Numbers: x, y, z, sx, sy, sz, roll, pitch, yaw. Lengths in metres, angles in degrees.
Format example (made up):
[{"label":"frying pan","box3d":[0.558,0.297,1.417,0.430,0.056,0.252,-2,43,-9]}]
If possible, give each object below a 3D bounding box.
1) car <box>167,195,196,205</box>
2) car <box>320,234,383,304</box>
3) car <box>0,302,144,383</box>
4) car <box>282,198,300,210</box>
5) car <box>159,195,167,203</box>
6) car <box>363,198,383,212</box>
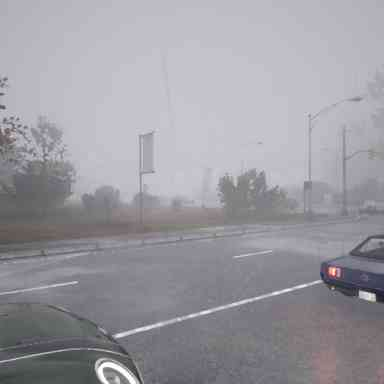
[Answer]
[{"label":"car","box3d":[-1.422,1.297,52.272,1.837,1.490,4.892,-1,1,-39]},{"label":"car","box3d":[4.969,1.573,7.276,4.718,1.301,1.895,0,0,-35]},{"label":"car","box3d":[-2.502,1.352,1.938,4.553,1.767,2.097,0,0,-36]},{"label":"car","box3d":[9.629,1.007,38.447,2.150,2.045,5.566,-1,1,-38]},{"label":"car","box3d":[-5.028,1.275,62.471,1.837,1.490,4.892,-1,0,-38]},{"label":"car","box3d":[19.146,1.277,32.157,1.812,1.442,4.674,-1,0,-39]}]
